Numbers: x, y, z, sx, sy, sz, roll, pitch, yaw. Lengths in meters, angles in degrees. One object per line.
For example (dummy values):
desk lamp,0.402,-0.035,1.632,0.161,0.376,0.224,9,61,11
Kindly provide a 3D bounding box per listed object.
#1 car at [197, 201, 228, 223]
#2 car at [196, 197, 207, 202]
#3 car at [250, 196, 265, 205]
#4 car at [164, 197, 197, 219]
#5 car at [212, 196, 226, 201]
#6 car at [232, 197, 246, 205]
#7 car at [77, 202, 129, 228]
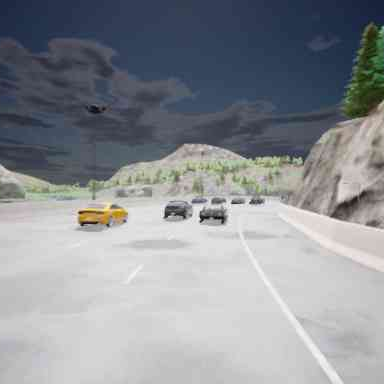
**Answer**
car,1.774,1.622,25.914,1.895,1.301,4.718,1,0,10
car,1.511,1.577,64.109,1.994,1.385,4.181,1,0,22
car,12.576,1.515,63.483,2.097,1.767,4.553,1,0,23
car,-1.092,1.487,28.642,1.837,1.490,4.892,0,0,10
car,5.251,1.556,64.099,2.128,1.511,4.902,1,0,22
car,9.011,1.679,64.013,1.994,1.385,4.181,1,0,23
car,-5.654,1.398,21.767,1.882,1.535,5.008,0,0,8
